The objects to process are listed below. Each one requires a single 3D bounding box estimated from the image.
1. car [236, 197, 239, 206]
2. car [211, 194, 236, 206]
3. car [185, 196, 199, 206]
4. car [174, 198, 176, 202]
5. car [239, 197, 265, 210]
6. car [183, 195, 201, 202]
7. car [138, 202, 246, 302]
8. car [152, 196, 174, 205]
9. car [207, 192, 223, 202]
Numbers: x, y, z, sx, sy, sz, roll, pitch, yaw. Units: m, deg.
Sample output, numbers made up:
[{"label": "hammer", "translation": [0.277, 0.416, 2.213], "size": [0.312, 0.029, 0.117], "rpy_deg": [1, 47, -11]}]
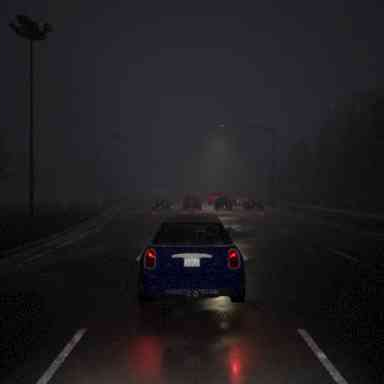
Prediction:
[{"label": "car", "translation": [7.000, 1.327, 48.581], "size": [1.895, 1.301, 4.718], "rpy_deg": [0, 0, 0]}, {"label": "car", "translation": [3.500, 1.290, 38.103], "size": [1.837, 1.490, 4.892], "rpy_deg": [0, 0, 0]}, {"label": "car", "translation": [0.000, 1.327, 48.598], "size": [1.895, 1.301, 4.718], "rpy_deg": [0, 0, 0]}, {"label": "car", "translation": [-3.500, 1.290, 48.603], "size": [1.994, 1.385, 4.181], "rpy_deg": [0, 0, 0]}, {"label": "car", "translation": [7.000, 1.383, 38.550], "size": [1.895, 1.301, 4.718], "rpy_deg": [0, 0, 0]}, {"label": "car", "translation": [0.000, 1.135, 38.488], "size": [2.097, 1.767, 4.553], "rpy_deg": [0, 0, 0]}, {"label": "car", "translation": [0.000, 1.305, 8.278], "size": [2.097, 1.767, 4.553], "rpy_deg": [0, 0, 0]}, {"label": "car", "translation": [-3.500, 1.383, 38.550], "size": [1.895, 1.301, 4.718], "rpy_deg": [0, 0, 0]}, {"label": "car", "translation": [3.500, 0.948, 48.565], "size": [2.150, 2.045, 5.566], "rpy_deg": [0, 0, 0]}]
